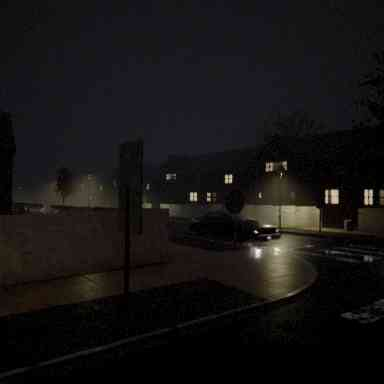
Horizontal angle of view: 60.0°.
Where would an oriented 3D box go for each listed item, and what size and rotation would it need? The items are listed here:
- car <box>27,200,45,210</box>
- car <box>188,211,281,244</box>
[{"bbox_3d":[-26.661,2.101,56.921,2.097,1.767,4.553,1,-2,-36],"label":"car"},{"bbox_3d":[1.894,1.685,16.964,2.033,1.411,5.357,1,-2,-36],"label":"car"}]
